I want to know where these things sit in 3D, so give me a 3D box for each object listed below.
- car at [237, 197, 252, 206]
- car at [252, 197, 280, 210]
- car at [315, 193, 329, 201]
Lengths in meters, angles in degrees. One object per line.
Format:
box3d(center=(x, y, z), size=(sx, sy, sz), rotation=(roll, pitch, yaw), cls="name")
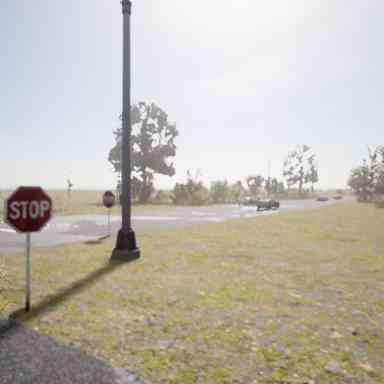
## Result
box3d(center=(9.298, 1.605, 55.742), size=(2.128, 1.511, 4.902), rotation=(0, 0, 34), cls="car")
box3d(center=(10.334, 1.599, 44.686), size=(2.128, 1.511, 4.902), rotation=(0, 0, 34), cls="car")
box3d(center=(34.079, 1.732, 86.382), size=(1.994, 1.385, 4.181), rotation=(0, 0, 33), cls="car")
